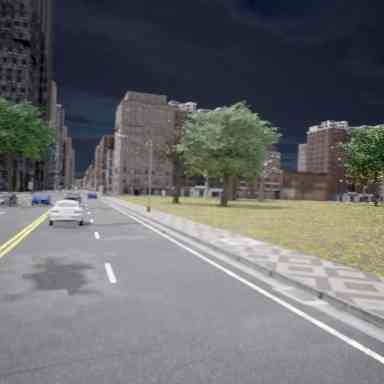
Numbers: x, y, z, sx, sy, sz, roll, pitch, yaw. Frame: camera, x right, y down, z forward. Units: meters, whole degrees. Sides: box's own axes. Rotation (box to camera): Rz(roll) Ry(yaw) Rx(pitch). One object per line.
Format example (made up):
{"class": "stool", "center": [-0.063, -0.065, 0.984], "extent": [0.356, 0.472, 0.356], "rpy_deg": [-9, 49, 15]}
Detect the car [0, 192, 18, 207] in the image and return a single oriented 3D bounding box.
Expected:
{"class": "car", "center": [-19.485, 0.708, 34.703], "extent": [2.128, 1.511, 4.902], "rpy_deg": [2, 0, -18]}

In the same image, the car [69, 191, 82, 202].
{"class": "car", "center": [-19.455, 0.708, 55.584], "extent": [1.882, 1.535, 5.008], "rpy_deg": [2, 0, -19]}

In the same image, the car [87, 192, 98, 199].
{"class": "car", "center": [-20.685, 0.678, 69.121], "extent": [1.882, 1.535, 5.008], "rpy_deg": [2, 0, -19]}

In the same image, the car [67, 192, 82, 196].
{"class": "car", "center": [-13.422, 0.963, 37.636], "extent": [1.837, 1.490, 4.892], "rpy_deg": [2, 0, -19]}

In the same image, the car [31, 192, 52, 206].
{"class": "car", "center": [-17.306, 0.783, 38.424], "extent": [1.882, 1.535, 5.008], "rpy_deg": [2, 0, -18]}

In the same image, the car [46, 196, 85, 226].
{"class": "car", "center": [-7.679, 1.208, 20.552], "extent": [1.812, 1.442, 4.674], "rpy_deg": [2, 0, -19]}
